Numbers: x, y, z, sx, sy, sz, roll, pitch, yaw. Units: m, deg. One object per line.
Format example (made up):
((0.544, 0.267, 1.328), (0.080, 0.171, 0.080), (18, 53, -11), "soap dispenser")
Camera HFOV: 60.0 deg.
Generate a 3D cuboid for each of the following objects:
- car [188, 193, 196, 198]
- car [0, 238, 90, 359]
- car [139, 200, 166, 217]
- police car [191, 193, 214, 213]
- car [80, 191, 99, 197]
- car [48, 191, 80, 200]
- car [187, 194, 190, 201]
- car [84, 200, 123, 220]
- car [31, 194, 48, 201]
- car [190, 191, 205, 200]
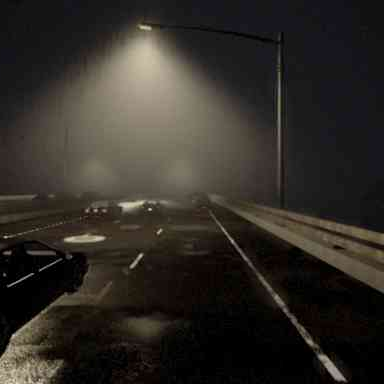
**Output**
((0.076, 0.880, 85.585), (2.033, 1.411, 5.357), (0, 0, 0), "car")
((-3.395, 1.507, 5.613), (2.033, 1.411, 5.357), (0, 0, 0), "car")
((-3.374, 1.363, 28.811), (1.994, 1.385, 4.181), (0, 0, 0), "car")
((1.079, 1.195, 33.051), (1.930, 1.638, 5.238), (0, 0, 0), "police car")
((-17.488, 0.821, 56.674), (2.150, 2.045, 5.566), (0, 0, 1), "car")
((-20.996, 0.833, 54.750), (2.150, 2.045, 5.566), (0, 1, 1), "car")
((0.059, 1.035, 66.400), (1.837, 1.490, 4.892), (0, 0, 0), "car")
((-6.875, 1.364, 26.244), (2.033, 1.411, 5.357), (0, 0, 0), "car")
((-24.497, 1.143, 54.242), (1.812, 1.442, 4.674), (0, 1, 1), "car")
((1.094, 0.879, 48.968), (2.150, 2.045, 5.566), (0, 0, 0), "car")
